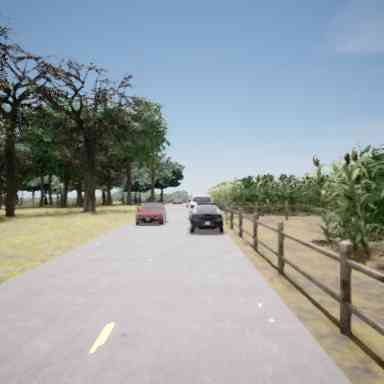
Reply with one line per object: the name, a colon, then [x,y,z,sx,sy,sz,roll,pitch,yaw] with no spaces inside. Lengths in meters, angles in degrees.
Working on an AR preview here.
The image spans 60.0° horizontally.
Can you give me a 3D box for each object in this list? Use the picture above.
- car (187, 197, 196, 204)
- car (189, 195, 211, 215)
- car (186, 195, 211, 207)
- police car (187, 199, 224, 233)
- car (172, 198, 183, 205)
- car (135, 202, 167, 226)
car: [-0.030,1.817,71.062,1.837,1.490,4.892,0,-1,0]
car: [0.810,1.335,36.081,2.150,2.045,5.566,0,0,0]
car: [0.813,1.297,30.079,2.150,2.045,5.566,0,0,0]
police car: [0.816,1.451,20.152,1.930,1.638,5.238,0,0,0]
car: [-2.789,1.861,65.157,1.812,1.442,4.674,0,0,0]
car: [-2.859,1.518,24.008,1.882,1.535,5.008,0,0,0]
